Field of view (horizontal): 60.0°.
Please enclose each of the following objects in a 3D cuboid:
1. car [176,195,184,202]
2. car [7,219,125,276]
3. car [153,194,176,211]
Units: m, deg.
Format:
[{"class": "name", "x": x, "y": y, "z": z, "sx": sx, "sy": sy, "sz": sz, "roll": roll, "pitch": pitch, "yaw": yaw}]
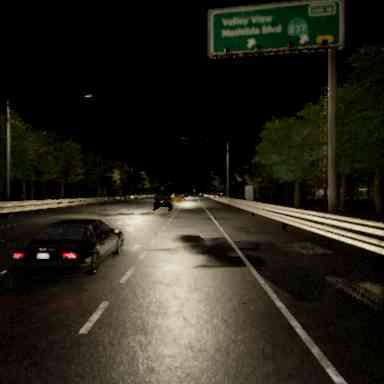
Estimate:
[{"class": "car", "x": -3.428, "y": 1.515, "z": 78.143, "sx": 1.882, "sy": 1.535, "sz": 5.008, "roll": 0, "pitch": 0, "yaw": 0}, {"class": "car", "x": -3.494, "y": 1.549, "z": 10.316, "sx": 2.033, "sy": 1.411, "sz": 5.357, "roll": 0, "pitch": 0, "yaw": 0}, {"class": "car", "x": -3.471, "y": 1.230, "z": 40.985, "sx": 2.150, "sy": 2.045, "sz": 5.566, "roll": 0, "pitch": 0, "yaw": 0}]
